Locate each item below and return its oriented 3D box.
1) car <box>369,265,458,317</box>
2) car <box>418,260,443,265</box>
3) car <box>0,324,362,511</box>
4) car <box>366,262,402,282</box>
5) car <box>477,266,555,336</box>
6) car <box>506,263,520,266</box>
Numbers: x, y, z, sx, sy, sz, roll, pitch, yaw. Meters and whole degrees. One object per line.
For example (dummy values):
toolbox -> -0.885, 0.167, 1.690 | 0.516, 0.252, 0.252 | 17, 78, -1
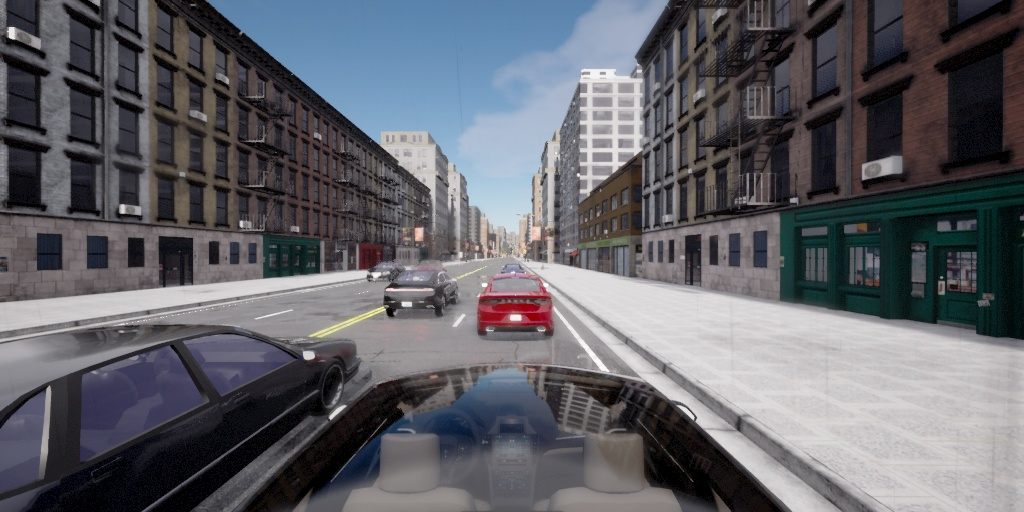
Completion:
car -> -3.160, 1.241, 13.216 | 2.128, 1.511, 4.902 | 0, 0, 0
car -> -6.617, 1.106, 28.626 | 2.097, 1.767, 4.553 | 0, 0, 0
car -> -3.145, 1.297, 2.893 | 2.033, 1.411, 5.357 | 0, 0, 0
car -> -9.867, 1.246, 28.433 | 2.128, 1.511, 4.902 | 0, 0, 0
car -> 0.093, 1.227, 10.475 | 1.882, 1.535, 5.008 | 0, 0, 0
car -> 0.082, 1.319, 30.814 | 1.994, 1.385, 4.181 | 0, 0, 0
